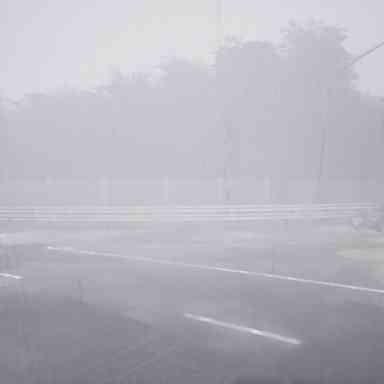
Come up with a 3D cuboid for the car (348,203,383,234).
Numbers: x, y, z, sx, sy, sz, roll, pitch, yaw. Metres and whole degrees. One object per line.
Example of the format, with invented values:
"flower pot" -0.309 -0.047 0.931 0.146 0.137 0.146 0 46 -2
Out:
"car" 10.910 1.376 18.431 4.902 1.511 2.128 -1 0 -22
